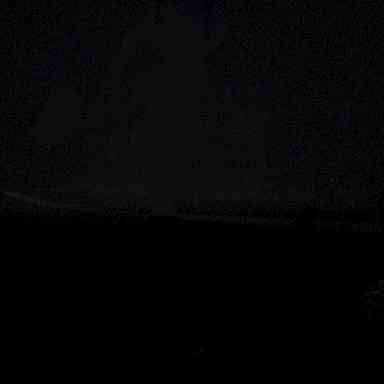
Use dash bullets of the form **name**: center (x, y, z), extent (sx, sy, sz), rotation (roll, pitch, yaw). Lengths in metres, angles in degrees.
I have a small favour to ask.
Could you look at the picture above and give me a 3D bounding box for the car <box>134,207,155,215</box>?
- **car**: center (-7.944, 3.150, 55.530), extent (1.895, 1.301, 4.718), rotation (-2, 0, -35)
